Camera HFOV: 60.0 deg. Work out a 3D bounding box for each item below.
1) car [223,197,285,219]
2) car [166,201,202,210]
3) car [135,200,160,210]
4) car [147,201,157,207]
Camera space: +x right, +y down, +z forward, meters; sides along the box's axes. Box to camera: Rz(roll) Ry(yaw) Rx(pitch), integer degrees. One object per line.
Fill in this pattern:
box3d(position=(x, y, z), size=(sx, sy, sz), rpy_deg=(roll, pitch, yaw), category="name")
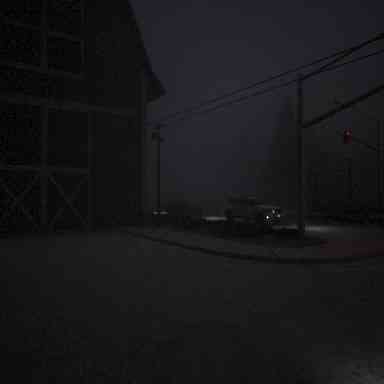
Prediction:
box3d(position=(4.772, 1.402, 26.533), size=(2.150, 2.045, 5.566), rpy_deg=(0, 0, -34), category="car")
box3d(position=(-0.868, 1.710, 34.760), size=(1.882, 1.535, 5.008), rpy_deg=(0, 0, -35), category="car")
box3d(position=(-6.683, 1.924, 49.595), size=(1.895, 1.301, 4.718), rpy_deg=(0, 0, -34), category="car")
box3d(position=(-6.566, 1.791, 43.078), size=(1.837, 1.490, 4.892), rpy_deg=(0, 0, -34), category="car")
